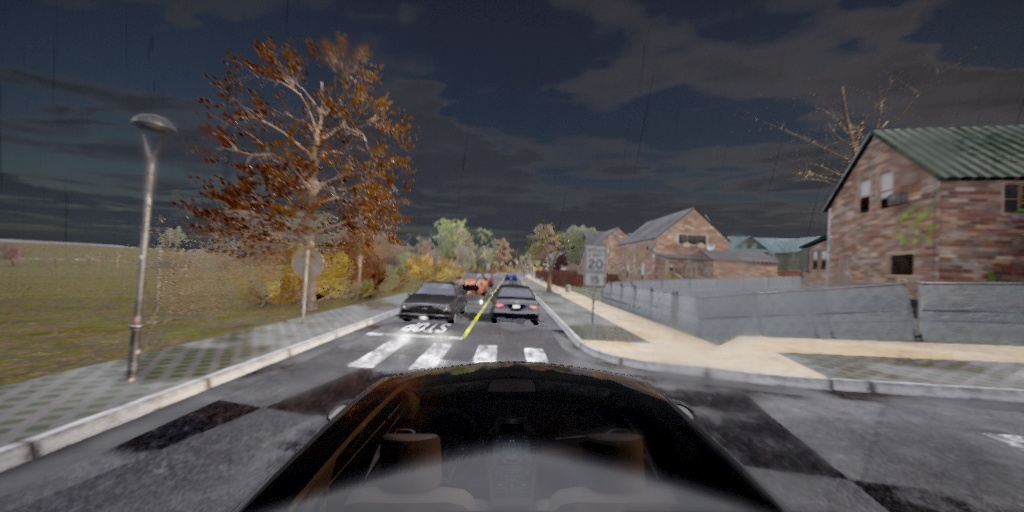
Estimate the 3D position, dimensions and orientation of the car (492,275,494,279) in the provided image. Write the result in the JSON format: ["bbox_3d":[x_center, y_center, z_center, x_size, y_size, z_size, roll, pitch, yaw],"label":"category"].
[{"bbox_3d":[-2.924,2.512,38.692,1.882,1.535,5.008,3,-2,0],"label":"car"}]

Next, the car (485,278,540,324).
[{"bbox_3d":[0.101,1.900,15.033,2.033,1.411,5.357,3,-2,-1],"label":"car"}]

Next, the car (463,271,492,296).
[{"bbox_3d":[-2.890,1.960,26.705,2.097,1.767,4.553,3,-2,0],"label":"car"}]

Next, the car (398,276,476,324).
[{"bbox_3d":[-2.857,1.719,14.318,2.033,1.411,5.357,3,-2,0],"label":"car"}]

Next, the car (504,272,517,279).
[{"bbox_3d":[-0.163,3.293,56.322,1.882,1.535,5.008,3,-2,0],"label":"car"}]
